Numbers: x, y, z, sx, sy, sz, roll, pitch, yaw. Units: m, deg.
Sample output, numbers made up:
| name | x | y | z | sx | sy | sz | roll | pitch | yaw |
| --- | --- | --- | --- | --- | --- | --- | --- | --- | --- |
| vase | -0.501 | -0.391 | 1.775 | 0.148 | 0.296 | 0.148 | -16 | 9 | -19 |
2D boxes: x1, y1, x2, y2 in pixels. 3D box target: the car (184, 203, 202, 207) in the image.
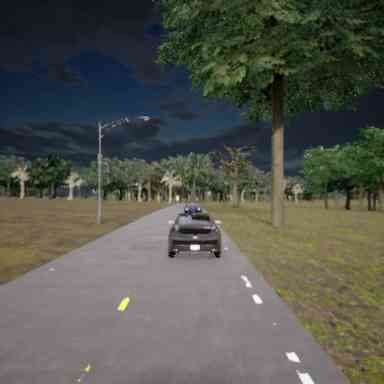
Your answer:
| name | x | y | z | sx | sy | sz | roll | pitch | yaw |
| --- | --- | --- | --- | --- | --- | --- | --- | --- | --- |
| car | 0.102 | 1.781 | 35.781 | 1.895 | 1.301 | 4.718 | 0 | -1 | 0 |

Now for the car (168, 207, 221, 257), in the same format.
| name | x | y | z | sx | sy | sz | roll | pitch | yaw |
| --- | --- | --- | --- | --- | --- | --- | --- | --- | --- |
| car | 0.100 | 1.548 | 13.153 | 1.837 | 1.490 | 4.892 | 0 | 0 | 0 |
